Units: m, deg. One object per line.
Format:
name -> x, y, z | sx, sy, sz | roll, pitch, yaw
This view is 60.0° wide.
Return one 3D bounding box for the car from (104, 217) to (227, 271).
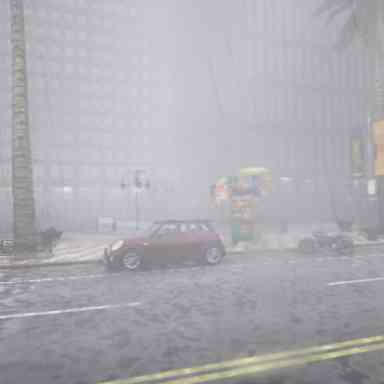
car -> -1.046, 1.885, 12.879 | 4.553, 1.767, 2.185 | 0, -2, -18
